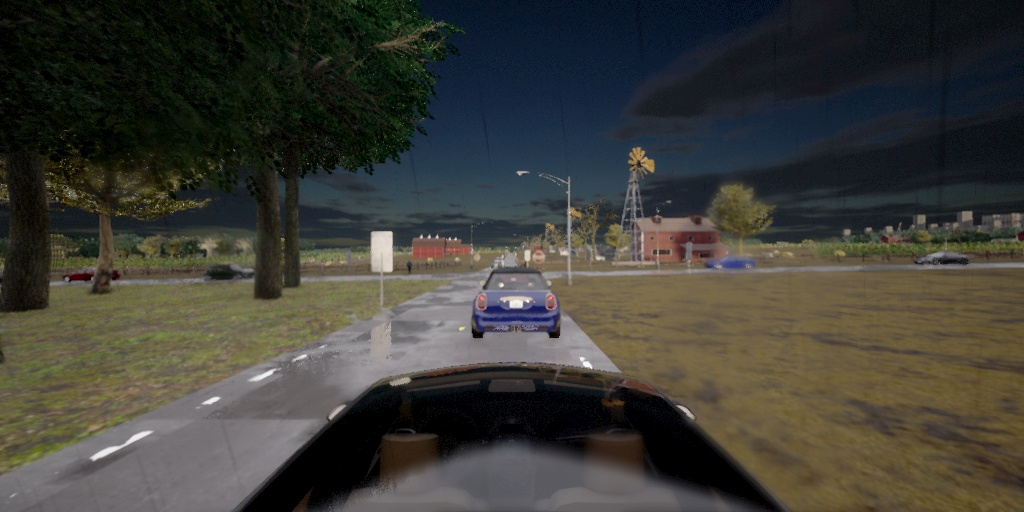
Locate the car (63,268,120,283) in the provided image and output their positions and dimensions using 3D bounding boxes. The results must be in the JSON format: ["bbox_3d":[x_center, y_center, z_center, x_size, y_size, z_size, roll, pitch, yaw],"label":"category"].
[{"bbox_3d":[-46.362,2.058,39.536,5.008,1.535,1.882,-1,1,1],"label":"car"}]

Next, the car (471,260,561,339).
[{"bbox_3d":[0.098,1.095,10.174,2.097,1.767,4.553,0,0,0],"label":"car"}]

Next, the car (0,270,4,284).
[{"bbox_3d":[-50.719,2.209,36.755,4.892,1.490,1.837,-1,1,1],"label":"car"}]

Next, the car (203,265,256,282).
[{"bbox_3d":[-28.542,1.665,36.544,4.553,1.767,2.097,-1,1,0],"label":"car"}]

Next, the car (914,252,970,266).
[{"bbox_3d":[46.707,0.314,38.985,4.674,1.442,1.812,-1,1,1],"label":"car"}]

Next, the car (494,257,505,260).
[{"bbox_3d":[-2.764,1.423,64.507,2.128,1.511,4.902,0,-1,1],"label":"car"}]

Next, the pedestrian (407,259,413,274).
[{"bbox_3d":[-12.137,1.234,42.420,0.375,1.860,0.375,0,2,0],"label":"pedestrian"}]

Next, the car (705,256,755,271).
[{"bbox_3d":[23.760,0.742,39.192,5.008,1.535,1.882,-1,1,0],"label":"car"}]
